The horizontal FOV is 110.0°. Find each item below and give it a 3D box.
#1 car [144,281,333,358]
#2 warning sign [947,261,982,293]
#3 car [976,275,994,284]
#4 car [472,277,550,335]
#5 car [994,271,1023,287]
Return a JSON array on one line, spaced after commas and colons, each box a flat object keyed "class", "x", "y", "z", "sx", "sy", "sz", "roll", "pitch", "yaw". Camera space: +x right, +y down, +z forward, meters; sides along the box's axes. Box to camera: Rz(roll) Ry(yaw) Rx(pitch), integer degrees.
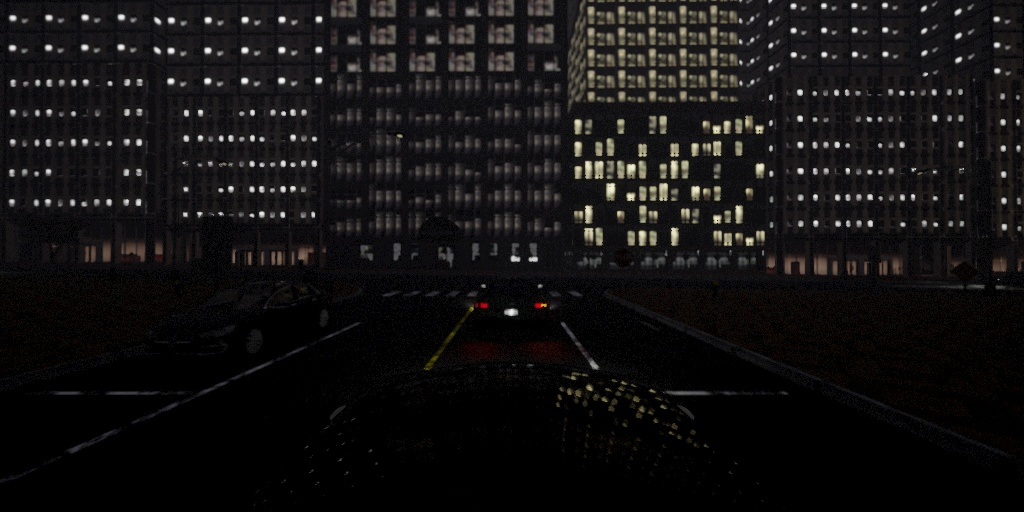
[{"class": "car", "x": -5.827, "y": 1.289, "z": 8.319, "sx": 2.007, "sy": 1.370, "sz": 4.403, "roll": 0, "pitch": 0, "yaw": 0}, {"class": "warning sign", "x": 26.574, "y": 1.211, "z": 21.025, "sx": 1.060, "sy": 1.860, "sz": 1.300, "roll": 0, "pitch": 0, "yaw": 1}, {"class": "car", "x": 47.029, "y": 2.080, "z": 33.421, "sx": 5.357, "sy": 1.411, "sz": 2.033, "roll": 1, "pitch": 0, "yaw": 1}, {"class": "car", "x": -0.007, "y": 1.299, "z": 10.495, "sx": 1.994, "sy": 1.385, "sz": 4.181, "roll": 0, "pitch": 0, "yaw": 0}, {"class": "car", "x": 44.821, "y": 1.962, "z": 30.217, "sx": 4.902, "sy": 1.511, "sz": 2.128, "roll": 1, "pitch": 0, "yaw": 1}]
